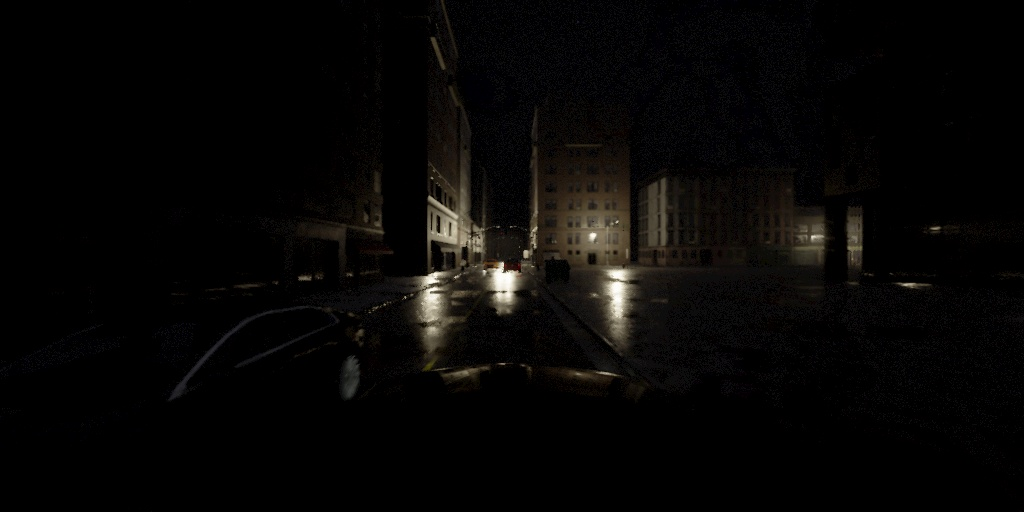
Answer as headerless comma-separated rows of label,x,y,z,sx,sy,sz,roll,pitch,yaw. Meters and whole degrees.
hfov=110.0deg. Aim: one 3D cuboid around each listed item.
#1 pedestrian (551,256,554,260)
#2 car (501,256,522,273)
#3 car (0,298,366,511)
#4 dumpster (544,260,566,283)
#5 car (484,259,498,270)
pedestrian,3.129,0.879,27.602,0.375,1.860,0.375,0,0,-5
car,0.059,1.081,43.064,2.097,1.767,4.553,0,0,0
car,-3.102,1.241,3.458,2.128,1.511,4.902,0,0,0
dumpster,3.129,1.133,26.234,1.020,1.700,1.940,0,0,0
car,-3.023,1.200,52.121,1.882,1.535,5.008,0,0,0
